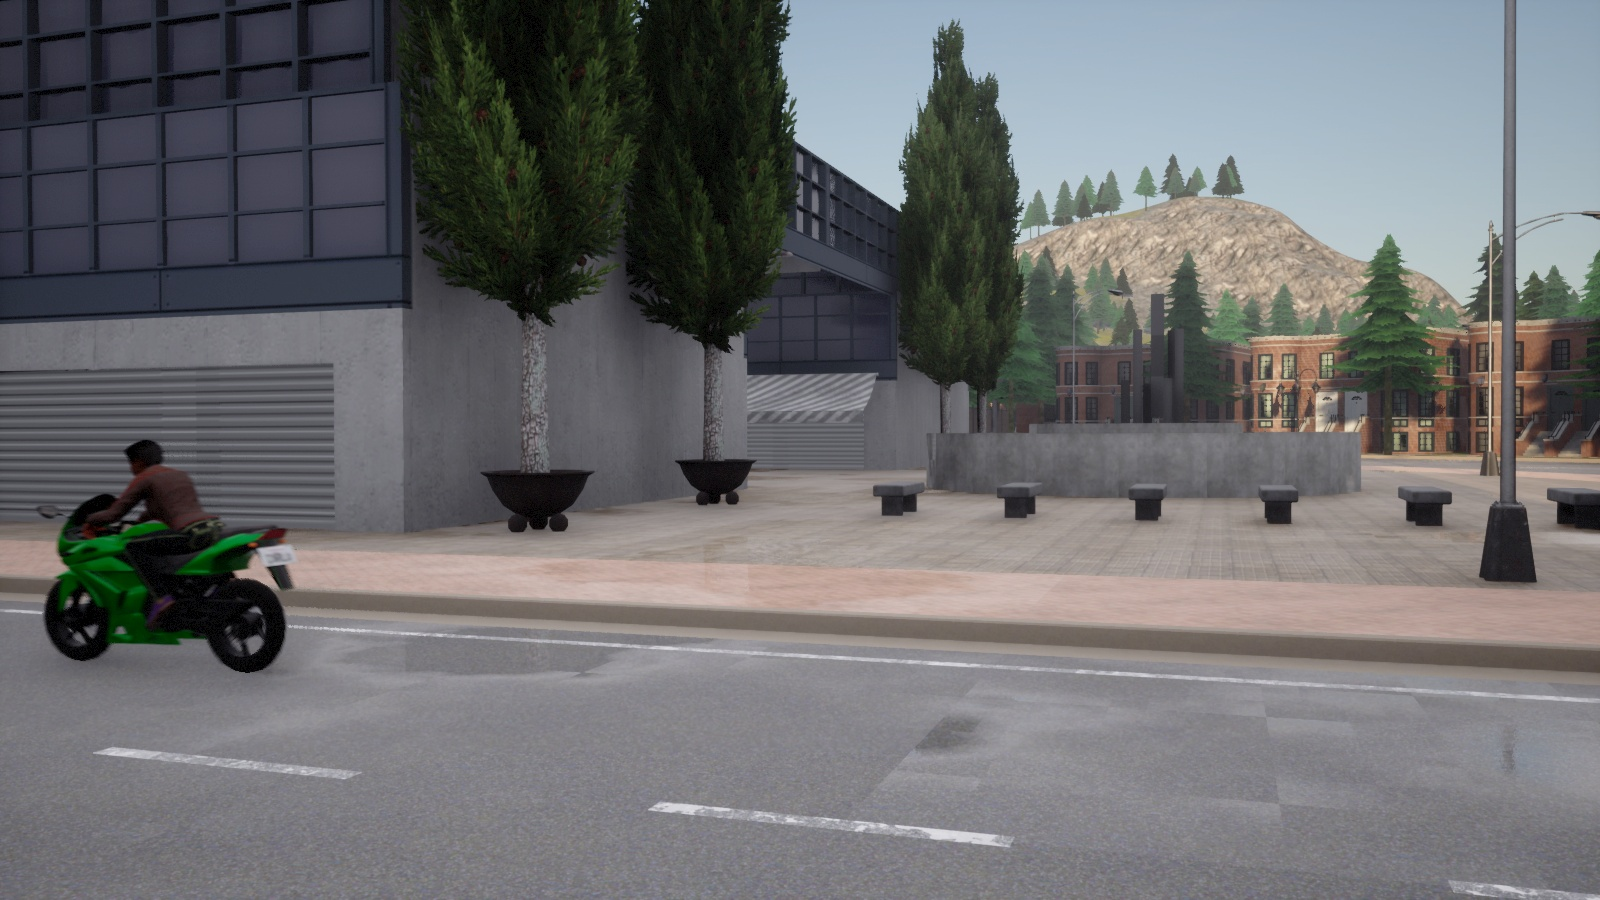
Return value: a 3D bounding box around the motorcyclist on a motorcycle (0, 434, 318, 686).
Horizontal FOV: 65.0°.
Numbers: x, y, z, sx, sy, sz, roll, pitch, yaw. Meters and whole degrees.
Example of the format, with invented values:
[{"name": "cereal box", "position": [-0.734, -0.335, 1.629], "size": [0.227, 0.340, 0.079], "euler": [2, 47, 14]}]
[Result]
[{"name": "motorcyclist on a motorcycle", "position": [-4.315, 0.659, 8.337], "size": [2.044, 1.523, 0.797], "euler": [1, 1, 19]}]
